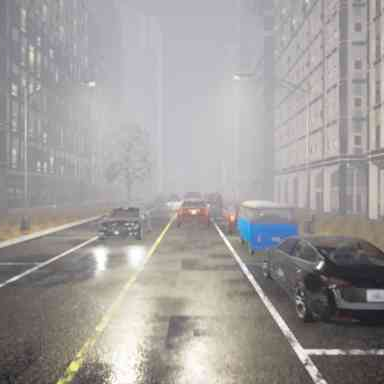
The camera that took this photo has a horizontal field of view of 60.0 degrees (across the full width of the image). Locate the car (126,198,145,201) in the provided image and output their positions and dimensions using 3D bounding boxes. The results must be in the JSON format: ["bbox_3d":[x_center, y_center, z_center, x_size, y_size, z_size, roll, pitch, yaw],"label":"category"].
[{"bbox_3d":[-5.666,1.343,29.512,1.752,1.417,4.829,0,0,0],"label":"car"}]

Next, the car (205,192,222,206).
[{"bbox_3d":[2.724,1.056,41.049,2.192,1.841,5.009,0,0,0],"label":"car"}]

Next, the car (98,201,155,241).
[{"bbox_3d":[-3.088,1.408,16.062,1.837,1.490,4.892,0,0,0],"label":"car"}]

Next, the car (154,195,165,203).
[{"bbox_3d":[-5.645,1.176,58.145,2.008,1.369,4.403,0,0,0],"label":"car"}]

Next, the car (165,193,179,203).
[{"bbox_3d":[-3.014,0.982,57.471,2.097,1.767,4.553,0,0,0],"label":"car"}]

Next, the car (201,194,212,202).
[{"bbox_3d":[2.739,1.109,63.988,1.752,1.417,4.829,0,0,0],"label":"car"}]

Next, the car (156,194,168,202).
[{"bbox_3d":[-5.642,1.151,63.837,1.947,1.339,4.313,0,0,0],"label":"car"}]

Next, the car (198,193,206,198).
[{"bbox_3d":[2.760,0.942,92.279,1.947,1.339,4.313,0,0,0],"label":"car"}]

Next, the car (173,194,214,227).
[{"bbox_3d":[0.114,1.220,21.641,2.097,1.767,4.553,0,0,0],"label":"car"}]

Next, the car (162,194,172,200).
[{"bbox_3d":[-5.633,1.085,75.220,1.802,1.307,4.206,0,0,0],"label":"car"}]

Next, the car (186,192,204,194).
[{"bbox_3d":[0.128,0.964,40.909,2.150,2.045,5.566,0,0,0],"label":"car"}]

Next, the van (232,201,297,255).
[{"bbox_3d":[2.703,1.265,12.590,1.690,1.788,3.998,0,0,0],"label":"van"}]

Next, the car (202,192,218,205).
[{"bbox_3d":[2.732,0.979,52.433,2.192,1.841,5.009,0,0,0],"label":"car"}]

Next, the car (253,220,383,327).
[{"bbox_3d":[2.698,1.525,6.897,1.947,1.339,4.313,0,0,0],"label":"car"}]

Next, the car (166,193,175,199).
[{"bbox_3d":[-5.625,0.970,86.605,2.008,1.369,4.403,0,0,0],"label":"car"}]

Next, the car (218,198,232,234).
[{"bbox_3d":[2.707,1.329,18.282,1.967,1.590,4.097,0,0,0],"label":"car"}]
